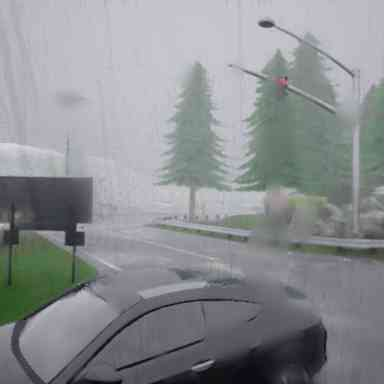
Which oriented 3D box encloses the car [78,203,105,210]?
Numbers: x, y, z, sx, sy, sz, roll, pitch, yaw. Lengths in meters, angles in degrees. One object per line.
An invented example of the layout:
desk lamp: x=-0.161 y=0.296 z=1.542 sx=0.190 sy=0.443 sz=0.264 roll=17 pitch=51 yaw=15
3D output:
car: x=-19.524 y=2.810 z=64.383 sx=4.674 sy=1.442 sz=1.812 roll=2 pitch=-2 yaw=-32

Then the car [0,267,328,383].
car: x=-0.609 y=1.577 z=3.258 sx=4.674 sy=1.442 sz=1.812 roll=0 pitch=-1 yaw=-33

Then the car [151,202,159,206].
car: x=-6.238 y=2.879 z=72.921 sx=5.566 sy=2.045 sz=2.150 roll=2 pitch=-2 yaw=-33

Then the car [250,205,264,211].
car: x=13.853 y=3.471 z=73.372 sx=4.181 sy=1.385 sz=1.994 roll=2 pitch=-2 yaw=-33

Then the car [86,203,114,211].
car: x=-17.059 y=2.782 z=61.855 sx=4.674 sy=1.442 sz=1.812 roll=2 pitch=-2 yaw=-32

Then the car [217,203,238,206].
car: x=9.209 y=3.525 z=78.706 sx=5.357 sy=1.411 sz=2.033 roll=2 pitch=-2 yaw=-33

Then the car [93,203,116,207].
car: x=-14.548 y=2.638 z=55.186 sx=4.892 sy=1.490 sz=1.837 roll=2 pitch=-2 yaw=-33

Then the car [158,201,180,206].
car: x=-4.030 y=3.141 z=70.176 sx=4.674 sy=1.442 sz=1.812 roll=2 pitch=-2 yaw=-33
